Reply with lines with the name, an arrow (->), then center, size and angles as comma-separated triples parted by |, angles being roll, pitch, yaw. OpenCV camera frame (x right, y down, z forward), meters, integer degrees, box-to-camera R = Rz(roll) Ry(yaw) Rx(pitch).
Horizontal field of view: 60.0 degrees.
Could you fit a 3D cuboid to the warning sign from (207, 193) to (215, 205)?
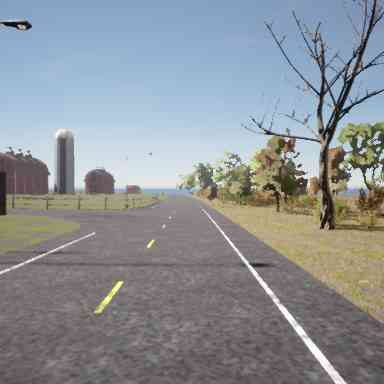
warning sign -> 3.070, 1.128, 54.137 | 1.300, 1.860, 1.060 | 1, 1, -1
